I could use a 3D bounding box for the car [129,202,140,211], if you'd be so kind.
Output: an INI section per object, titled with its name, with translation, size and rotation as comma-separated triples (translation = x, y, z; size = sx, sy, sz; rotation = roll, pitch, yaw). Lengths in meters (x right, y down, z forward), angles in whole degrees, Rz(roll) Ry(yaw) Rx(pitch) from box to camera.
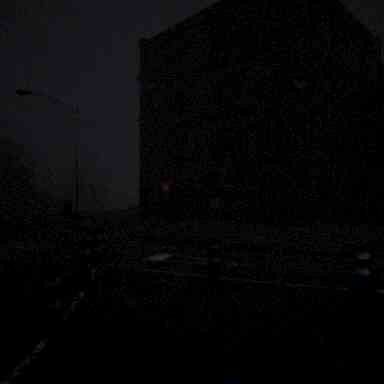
[car]
translation = -8.269, 2.320, 51.360
size = 2.002, 1.452, 4.674
rotation = 2, -2, 11
